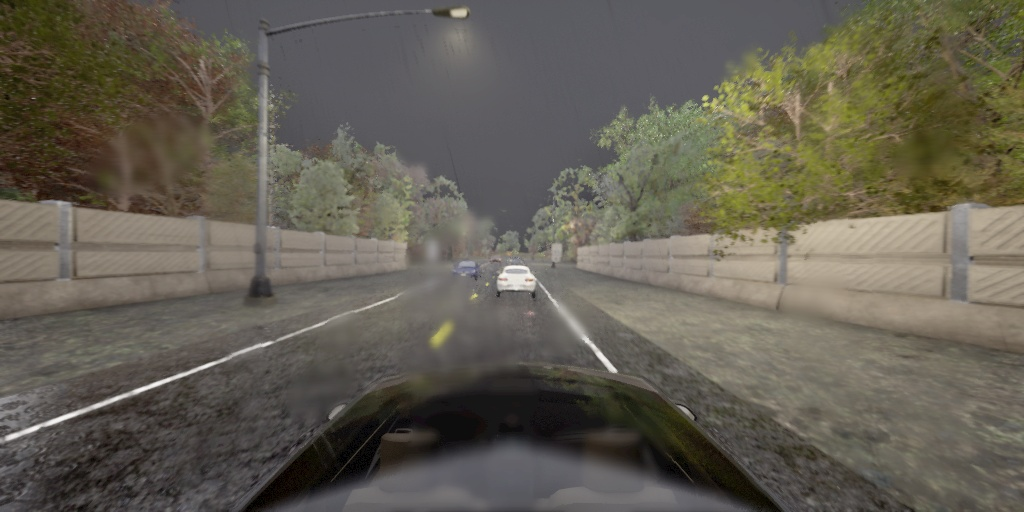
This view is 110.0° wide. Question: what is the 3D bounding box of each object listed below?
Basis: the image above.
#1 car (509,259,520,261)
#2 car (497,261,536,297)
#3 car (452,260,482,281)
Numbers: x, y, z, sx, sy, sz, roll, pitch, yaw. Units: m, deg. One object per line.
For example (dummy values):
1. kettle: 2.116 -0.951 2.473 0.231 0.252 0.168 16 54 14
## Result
1. car: 0.306 1.028 46.054 2.033 1.411 5.357 1 0 1
2. car: 0.207 1.185 18.140 1.812 1.442 4.674 1 0 0
3. car: -3.419 1.069 27.929 1.812 1.442 4.674 1 0 0
